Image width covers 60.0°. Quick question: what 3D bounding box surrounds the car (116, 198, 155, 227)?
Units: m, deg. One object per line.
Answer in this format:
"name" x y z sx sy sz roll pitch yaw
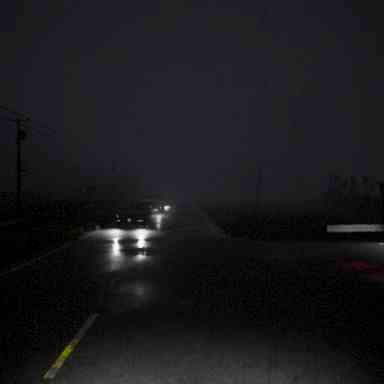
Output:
"car" -3.756 1.403 22.080 1.837 1.490 4.892 0 0 -1

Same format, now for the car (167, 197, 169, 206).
"car" -4.493 1.384 51.009 1.895 1.301 4.718 0 0 -1

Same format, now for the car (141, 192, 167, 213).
"car" -4.073 1.065 35.091 2.150 2.045 5.566 0 1 -2
